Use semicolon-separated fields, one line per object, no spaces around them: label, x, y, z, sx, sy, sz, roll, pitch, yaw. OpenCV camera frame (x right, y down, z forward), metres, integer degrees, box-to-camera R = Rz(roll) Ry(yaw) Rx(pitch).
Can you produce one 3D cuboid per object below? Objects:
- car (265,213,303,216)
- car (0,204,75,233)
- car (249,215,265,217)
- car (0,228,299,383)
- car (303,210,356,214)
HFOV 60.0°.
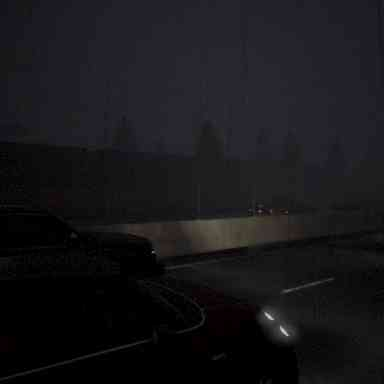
car;8.544;1.614;27.284;4.718;1.301;1.895;0;0;-35
car;-3.209;1.222;5.757;5.566;2.045;2.150;0;0;-36
car;7.354;1.235;30.735;5.566;2.045;2.150;0;0;-35
car;-1.127;1.352;2.943;4.553;1.767;2.097;0;0;-36
car;10.657;1.614;24.492;4.718;1.301;1.895;0;0;-35
